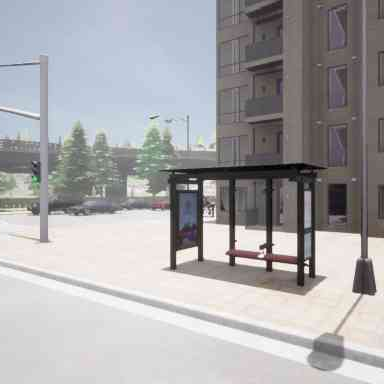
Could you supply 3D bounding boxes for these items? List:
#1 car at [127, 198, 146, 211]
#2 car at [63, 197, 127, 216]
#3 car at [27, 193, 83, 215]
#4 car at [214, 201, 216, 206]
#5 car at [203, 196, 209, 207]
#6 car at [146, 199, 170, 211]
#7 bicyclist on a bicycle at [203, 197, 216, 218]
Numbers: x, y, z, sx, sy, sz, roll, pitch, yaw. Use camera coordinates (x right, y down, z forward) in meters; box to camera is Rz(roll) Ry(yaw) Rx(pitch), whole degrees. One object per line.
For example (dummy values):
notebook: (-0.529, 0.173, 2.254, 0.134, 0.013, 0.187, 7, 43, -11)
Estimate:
car: (-6.931, 1.492, 41.010, 2.033, 1.411, 5.357, 0, 0, 39)
car: (-9.318, 1.492, 32.392, 2.033, 1.411, 5.357, 0, 0, 37)
car: (-13.250, 1.166, 32.941, 2.150, 2.045, 5.566, 0, 0, 37)
car: (5.359, 1.449, 46.785, 4.892, 1.490, 1.837, 0, 0, -29)
car: (0.108, 1.297, 47.420, 4.553, 1.767, 2.097, 0, 0, -34)
car: (-2.868, 1.545, 40.327, 1.895, 1.301, 4.718, 0, 0, 43)
bicyclist on a bicycle: (1.295, 1.245, 26.646, 1.656, 1.620, 0.582, 0, 0, 36)
